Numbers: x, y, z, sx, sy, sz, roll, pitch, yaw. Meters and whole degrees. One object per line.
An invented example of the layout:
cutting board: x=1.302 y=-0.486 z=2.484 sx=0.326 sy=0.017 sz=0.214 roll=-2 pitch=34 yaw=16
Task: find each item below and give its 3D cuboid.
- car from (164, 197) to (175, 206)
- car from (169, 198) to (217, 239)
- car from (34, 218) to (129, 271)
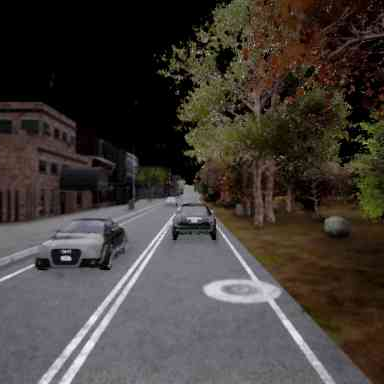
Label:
car: x=-3.281 y=1.507 z=52.892 sx=1.812 sy=1.442 sz=4.674 roll=0 pitch=0 yaw=0
car: x=0.112 y=1.354 z=17.436 sx=2.097 sy=1.767 sz=4.553 roll=0 pitch=0 yaw=0
car: x=-3.345 y=1.566 z=10.812 sx=1.994 sy=1.385 sz=4.181 roll=0 pitch=0 yaw=0
